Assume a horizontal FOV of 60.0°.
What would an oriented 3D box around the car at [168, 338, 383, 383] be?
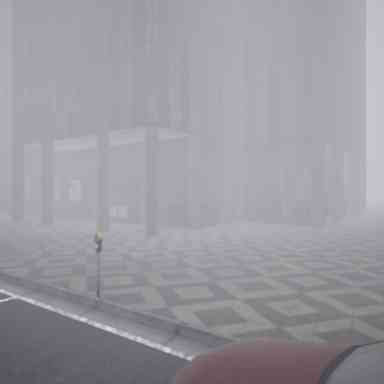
[{"bbox_3d":[1.680,1.582,1.883,4.206,1.307,1.802,0,0,35],"label":"car"}]
